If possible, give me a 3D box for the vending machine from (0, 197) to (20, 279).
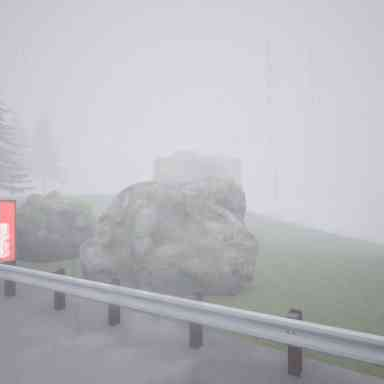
[{"bbox_3d":[-5.367,1.195,8.837,0.880,2.100,1.100,0,0,31],"label":"vending machine"}]
